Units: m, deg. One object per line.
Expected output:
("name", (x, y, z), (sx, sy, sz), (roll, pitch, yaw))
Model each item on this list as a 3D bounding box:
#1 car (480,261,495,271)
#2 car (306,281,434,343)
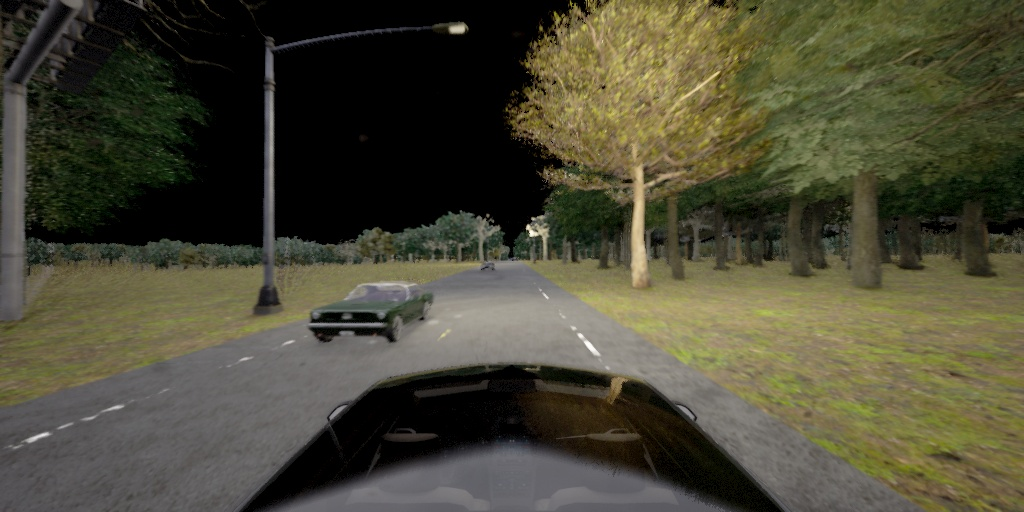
("car", (-3.499, 1.465, 52.671), (1.994, 1.385, 4.181), (0, 0, 1))
("car", (-3.592, 1.401, 10.030), (1.895, 1.301, 4.718), (0, 0, 0))
